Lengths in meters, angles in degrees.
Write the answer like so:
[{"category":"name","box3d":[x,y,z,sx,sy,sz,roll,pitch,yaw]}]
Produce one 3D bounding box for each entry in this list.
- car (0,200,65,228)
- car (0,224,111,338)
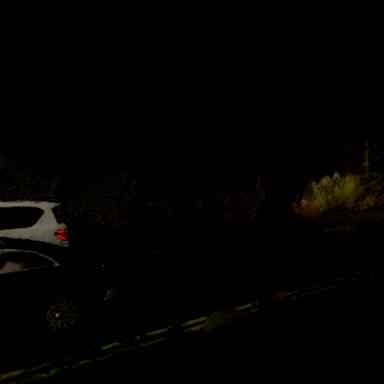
[{"category":"car","box3d":[-5.697,1.244,7.578,5.566,2.045,2.150,0,0,-36]},{"category":"car","box3d":[-3.701,1.507,5.010,4.902,1.511,2.128,0,0,-36]}]
